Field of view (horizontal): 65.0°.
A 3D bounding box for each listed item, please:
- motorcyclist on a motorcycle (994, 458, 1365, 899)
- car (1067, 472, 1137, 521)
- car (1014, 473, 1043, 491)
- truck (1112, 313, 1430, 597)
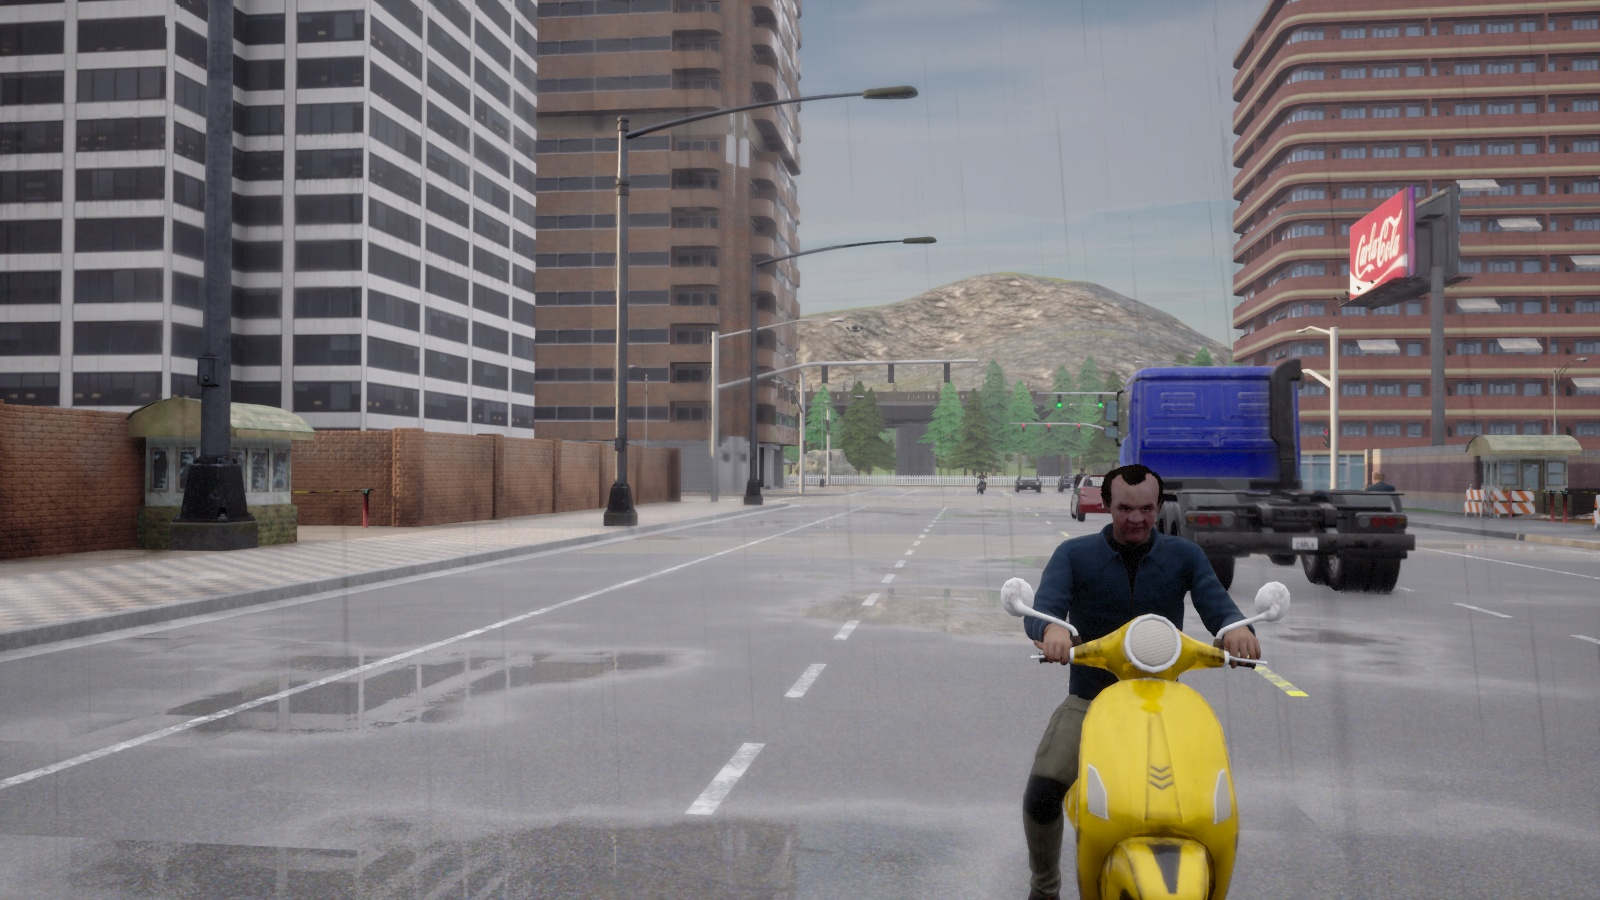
[{"bbox_3d":[1.080,0.831,4.042,0.866,1.590,1.817,0,-1,8],"label":"motorcyclist on a motorcycle"},{"bbox_3d":[9.711,1.470,40.647,1.845,1.501,3.633,0,-1,8],"label":"car"},{"bbox_3d":[17.337,2.444,95.418,1.895,1.301,4.718,0,-1,8],"label":"car"},{"bbox_3d":[6.744,0.130,19.386,2.891,3.462,7.936,0,-1,8],"label":"truck"}]
